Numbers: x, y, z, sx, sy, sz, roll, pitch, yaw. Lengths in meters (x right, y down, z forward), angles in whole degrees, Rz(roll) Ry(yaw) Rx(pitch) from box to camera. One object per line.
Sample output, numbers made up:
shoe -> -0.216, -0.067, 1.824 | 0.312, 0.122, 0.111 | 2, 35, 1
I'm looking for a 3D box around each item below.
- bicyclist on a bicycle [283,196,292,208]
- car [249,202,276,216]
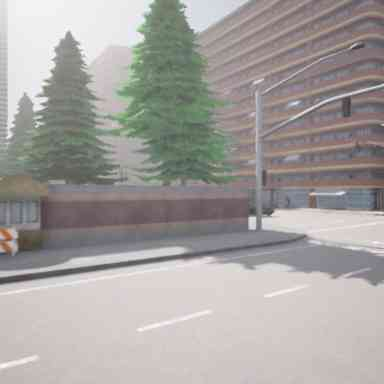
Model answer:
bicyclist on a bicycle -> 12.575, 1.339, 43.779 | 1.656, 1.620, 0.582 | 0, 0, -35
car -> 5.838, 1.644, 32.516 | 1.895, 1.301, 4.718 | 0, 0, -35
